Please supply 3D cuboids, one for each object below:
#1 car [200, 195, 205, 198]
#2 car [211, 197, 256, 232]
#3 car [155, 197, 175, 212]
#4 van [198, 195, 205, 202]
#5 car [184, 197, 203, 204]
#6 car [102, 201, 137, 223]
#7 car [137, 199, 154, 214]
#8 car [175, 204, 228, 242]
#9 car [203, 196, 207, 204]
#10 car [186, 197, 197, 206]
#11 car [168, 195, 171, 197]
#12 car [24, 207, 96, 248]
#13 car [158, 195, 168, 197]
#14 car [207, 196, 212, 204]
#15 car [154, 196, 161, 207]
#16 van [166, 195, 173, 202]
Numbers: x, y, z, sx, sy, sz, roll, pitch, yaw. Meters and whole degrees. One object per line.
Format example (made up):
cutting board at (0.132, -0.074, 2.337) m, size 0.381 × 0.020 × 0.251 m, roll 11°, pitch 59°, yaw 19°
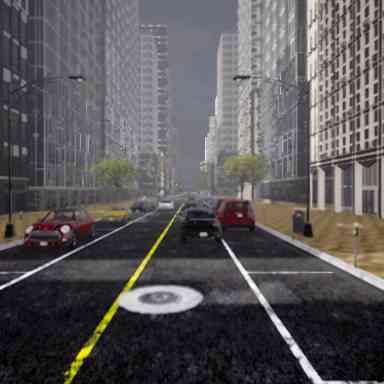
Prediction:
car at (2.525, 1.580, 48.993) m, size 1.967 × 1.590 × 4.097 m, roll -1°, pitch 0°, yaw 0°
car at (2.616, 1.375, 20.575) m, size 2.192 × 1.841 × 5.009 m, roll -1°, pitch 0°, yaw 0°
car at (-3.220, 1.648, 41.855) m, size 1.812 × 1.442 × 4.674 m, roll 0°, pitch 0°, yaw 0°
van at (2.412, 1.573, 83.095) m, size 1.690 × 1.788 × 3.998 m, roll -1°, pitch 0°, yaw 0°
car at (-0.028, 1.681, 40.063) m, size 1.994 × 1.385 × 4.181 m, roll 0°, pitch 0°, yaw 0°
car at (-5.780, 1.604, 26.061) m, size 1.752 × 1.417 × 4.829 m, roll -1°, pitch 0°, yaw 0°
car at (-5.817, 1.677, 37.598) m, size 1.947 × 1.339 × 4.313 m, roll -1°, pitch 0°, yaw 0°
car at (0.301, 1.554, 16.544) m, size 1.837 × 1.490 × 4.892 m, roll 0°, pitch 0°, yaw -4°
car at (2.562, 1.549, 37.625) m, size 1.967 × 1.590 × 4.097 m, roll -1°, pitch 0°, yaw 0°
car at (-0.087, 1.672, 58.487) m, size 1.837 × 1.490 × 4.892 m, roll 0°, pitch 0°, yaw 0°
car at (-5.912, 1.505, 66.016) m, size 2.192 × 1.841 × 5.009 m, roll -1°, pitch 0°, yaw 0°
car at (-5.744, 1.486, 14.863) m, size 1.967 × 1.590 × 4.097 m, roll -1°, pitch 0°, yaw 0°
car at (-5.892, 1.614, 60.332) m, size 1.967 × 1.590 × 4.097 m, roll -1°, pitch 0°, yaw 0°
car at (2.598, 1.391, 26.259) m, size 2.192 × 1.841 × 5.009 m, roll -1°, pitch 0°, yaw 0°
car at (-5.854, 1.694, 48.965) m, size 2.008 × 1.369 × 4.403 m, roll -1°, pitch 0°, yaw 0°
van at (-5.986, 1.590, 88.752) m, size 1.690 × 1.788 × 3.998 m, roll -1°, pitch 0°, yaw 0°
